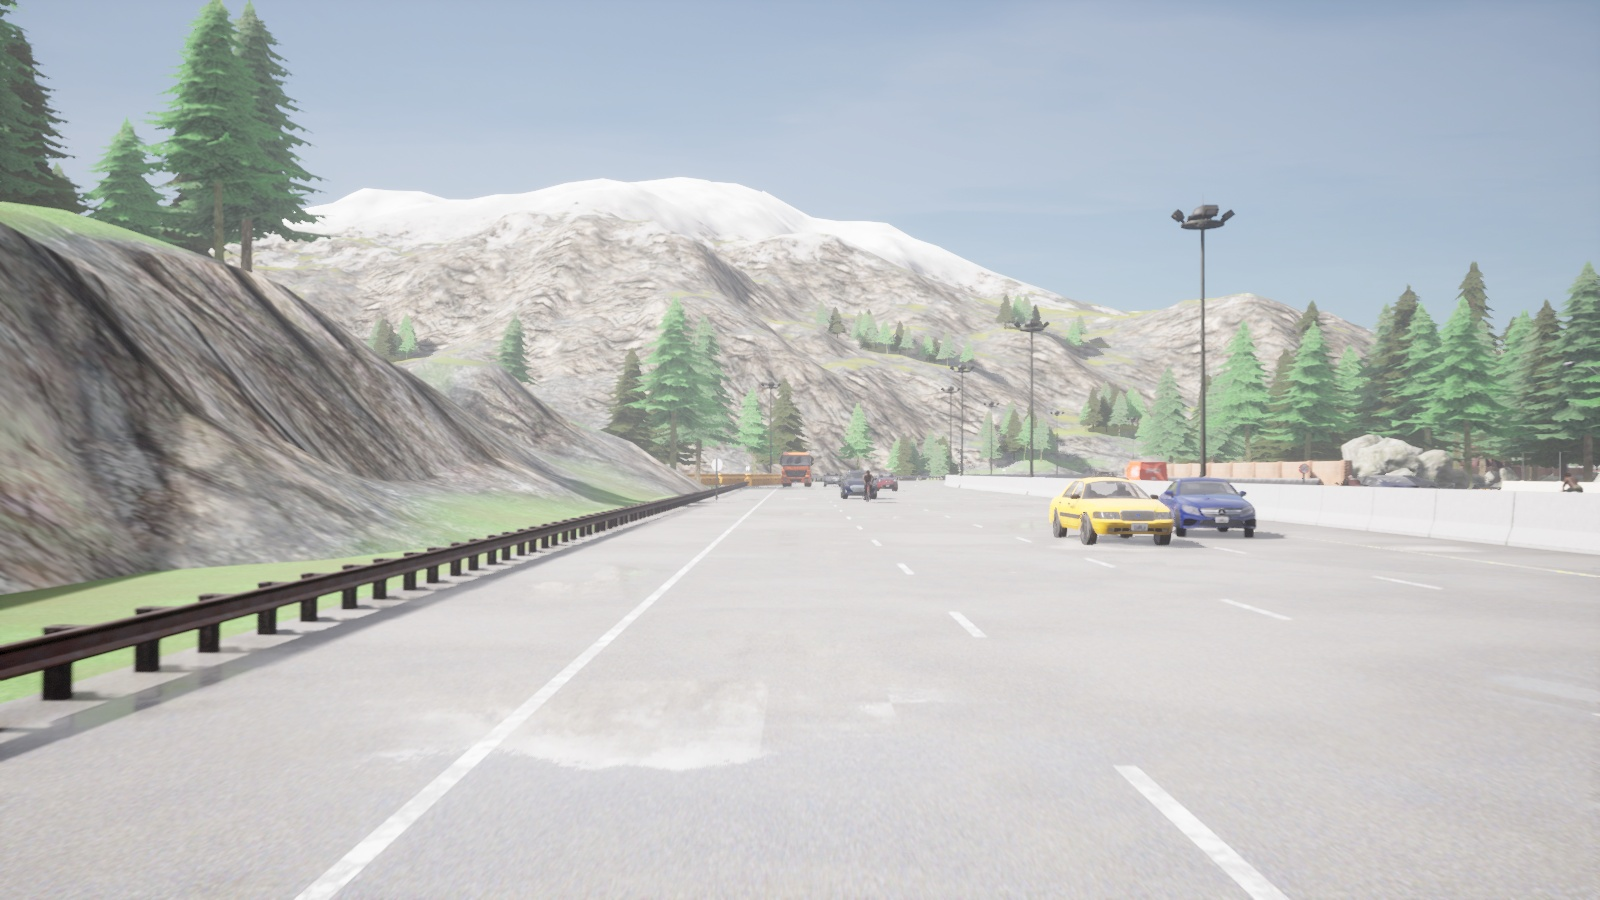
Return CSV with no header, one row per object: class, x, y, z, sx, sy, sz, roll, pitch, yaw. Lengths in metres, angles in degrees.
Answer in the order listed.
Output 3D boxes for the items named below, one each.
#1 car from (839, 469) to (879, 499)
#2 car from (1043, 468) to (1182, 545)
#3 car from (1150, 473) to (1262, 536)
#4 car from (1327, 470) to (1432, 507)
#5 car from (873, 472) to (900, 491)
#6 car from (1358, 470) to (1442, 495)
car,3.327,1.926,71.338,2.033,1.649,4.856,0,-1,0
car,6.931,1.202,28.460,1.801,1.575,5.366,0,-1,0
car,10.228,1.335,32.003,1.812,1.442,4.674,0,-1,6
car,24.372,1.605,53.037,2.163,1.488,4.792,0,-1,0
car,6.763,2.447,98.296,1.845,1.501,3.633,0,-1,0
car,36.692,1.985,76.886,4.181,1.385,1.994,-2,-1,6
